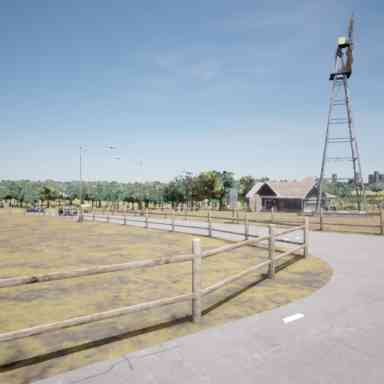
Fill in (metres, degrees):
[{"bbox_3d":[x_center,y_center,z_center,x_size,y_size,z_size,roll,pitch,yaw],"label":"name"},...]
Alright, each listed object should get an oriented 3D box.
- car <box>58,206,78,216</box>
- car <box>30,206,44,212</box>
[{"bbox_3d":[-18.691,2.785,49.964,2.128,1.511,4.902,0,-2,-36],"label":"car"},{"bbox_3d":[-36.906,4.161,80.090,2.097,1.767,4.553,0,-3,-36],"label":"car"}]
